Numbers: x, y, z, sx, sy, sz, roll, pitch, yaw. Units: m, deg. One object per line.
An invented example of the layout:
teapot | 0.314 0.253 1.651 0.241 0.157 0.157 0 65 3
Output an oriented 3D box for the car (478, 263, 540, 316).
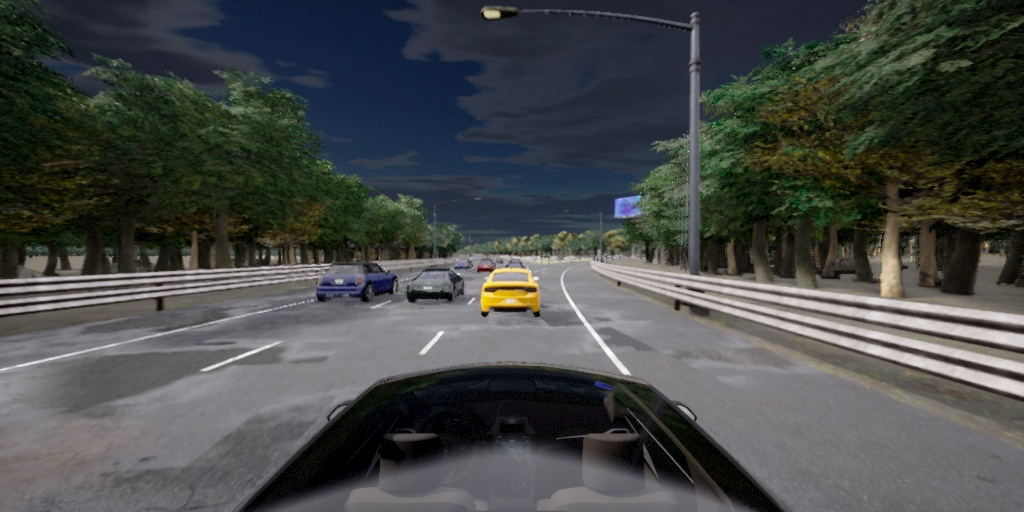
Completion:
car | -0.022 1.198 13.232 1.882 1.535 5.008 0 0 1

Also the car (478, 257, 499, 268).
car | -2.961 1.169 42.697 1.994 1.385 4.181 0 0 1

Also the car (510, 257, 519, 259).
car | 0.539 1.139 48.845 2.033 1.411 5.357 0 0 1

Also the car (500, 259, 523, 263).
car | 0.260 1.218 31.838 1.994 1.385 4.181 0 0 1

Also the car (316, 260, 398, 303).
car | -6.899 1.053 16.507 2.097 1.767 4.553 0 0 1

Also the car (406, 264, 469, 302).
car | -3.400 1.269 16.603 1.994 1.385 4.181 0 0 1

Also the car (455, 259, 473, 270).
car | -6.351 1.132 47.578 2.033 1.411 5.357 0 0 1
